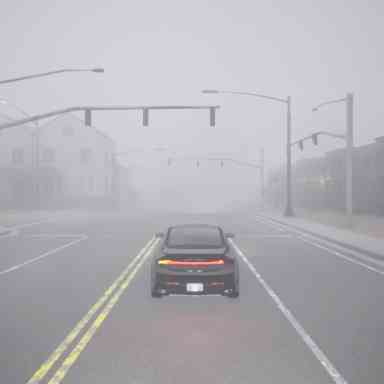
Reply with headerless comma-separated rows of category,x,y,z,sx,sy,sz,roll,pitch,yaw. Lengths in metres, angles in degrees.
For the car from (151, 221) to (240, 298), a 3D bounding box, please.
car,0.077,1.504,8.528,1.837,1.490,4.892,0,0,1
